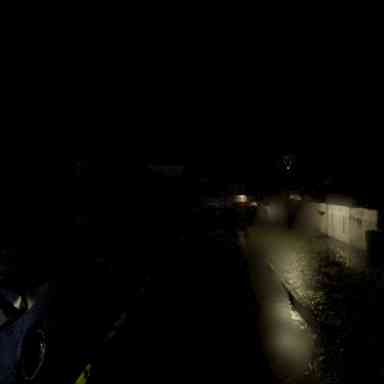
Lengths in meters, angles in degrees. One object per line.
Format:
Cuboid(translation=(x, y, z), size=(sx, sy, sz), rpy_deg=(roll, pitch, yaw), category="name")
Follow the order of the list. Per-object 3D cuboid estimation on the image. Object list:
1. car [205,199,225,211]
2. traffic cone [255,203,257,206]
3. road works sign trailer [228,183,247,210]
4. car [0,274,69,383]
Cuboid(translation=(3.011, 1.616, 43.123), size=(1.812, 1.442, 4.674), rpy_deg=(0, 0, 15), category="car")
Cuboid(translation=(10.920, 2.090, 56.943), size=(0.340, 0.580, 0.340), rpy_deg=(0, 0, 17), category="traffic cone")
Cuboid(translation=(6.241, 0.554, 44.791), size=(2.380, 3.560, 2.880), rpy_deg=(0, 0, 17), category="road works sign trailer")
Cuboid(translation=(-2.761, 1.544, 2.592), size=(2.033, 1.411, 5.357), rpy_deg=(0, 0, 1), category="car")
